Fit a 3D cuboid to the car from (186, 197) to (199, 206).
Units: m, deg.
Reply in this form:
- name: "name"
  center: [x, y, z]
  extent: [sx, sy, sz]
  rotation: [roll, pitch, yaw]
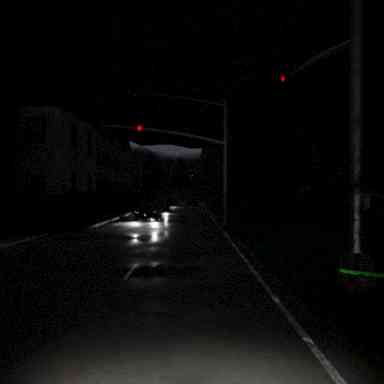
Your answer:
- name: "car"
  center: [0.061, 1.498, 53.558]
  extent: [2.128, 1.511, 4.902]
  rotation: [0, 0, 0]

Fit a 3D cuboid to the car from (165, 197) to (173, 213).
- name: "car"
  center: [-3.545, 1.508, 37.975]
  extent: [1.837, 1.490, 4.892]
  rotation: [0, 0, 0]

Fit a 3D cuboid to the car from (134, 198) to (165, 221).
- name: "car"
  center: [-3.560, 1.508, 27.610]
  extent: [1.837, 1.490, 4.892]
  rotation: [0, 0, 0]

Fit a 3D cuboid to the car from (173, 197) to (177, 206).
- name: "car"
  center: [-3.439, 1.554, 53.729]
  extent: [2.033, 1.411, 5.357]
  rotation: [0, 0, 0]
